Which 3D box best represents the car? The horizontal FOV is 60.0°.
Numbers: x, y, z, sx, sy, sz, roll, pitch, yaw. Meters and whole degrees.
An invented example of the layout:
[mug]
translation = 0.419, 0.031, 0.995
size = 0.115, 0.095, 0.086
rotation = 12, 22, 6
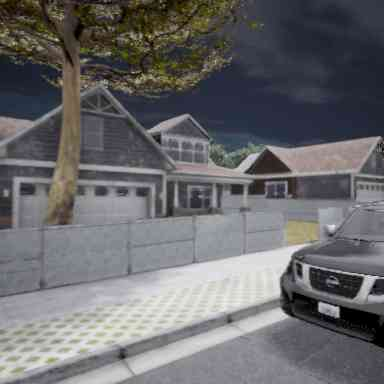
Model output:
[car]
translation = 4.023, 1.179, 6.069
size = 5.566, 2.045, 2.150
rotation = -1, 0, -37
